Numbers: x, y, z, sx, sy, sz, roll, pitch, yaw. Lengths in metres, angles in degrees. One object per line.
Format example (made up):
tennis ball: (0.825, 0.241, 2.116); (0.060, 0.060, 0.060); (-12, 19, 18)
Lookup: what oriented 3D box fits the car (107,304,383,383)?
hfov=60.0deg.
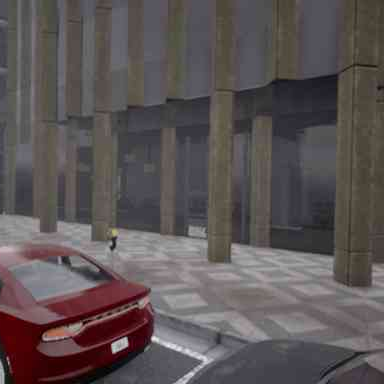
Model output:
car: (1.842, 1.567, 1.644); (4.403, 1.369, 2.008); (2, 1, 36)

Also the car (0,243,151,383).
car: (-2.568, 1.429, 4.822); (4.507, 1.381, 1.887); (2, 1, 36)
